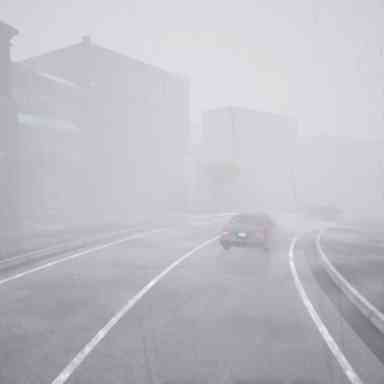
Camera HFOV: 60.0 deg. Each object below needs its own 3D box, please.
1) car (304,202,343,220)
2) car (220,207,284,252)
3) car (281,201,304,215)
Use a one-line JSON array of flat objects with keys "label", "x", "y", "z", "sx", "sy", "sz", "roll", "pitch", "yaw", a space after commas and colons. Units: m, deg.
[{"label": "car", "x": 12.753, "y": 1.724, "z": 31.489, "sx": 1.882, "sy": 1.535, "sz": 5.008, "roll": 4, "pitch": 2, "yaw": 41}, {"label": "car", "x": 2.577, "y": 1.568, "z": 14.136, "sx": 2.033, "sy": 1.411, "sz": 5.357, "roll": 2, "pitch": 0, "yaw": 19}, {"label": "car", "x": 11.322, "y": 1.652, "z": 35.363, "sx": 1.895, "sy": 1.301, "sz": 4.718, "roll": 5, "pitch": 3, "yaw": 45}]
